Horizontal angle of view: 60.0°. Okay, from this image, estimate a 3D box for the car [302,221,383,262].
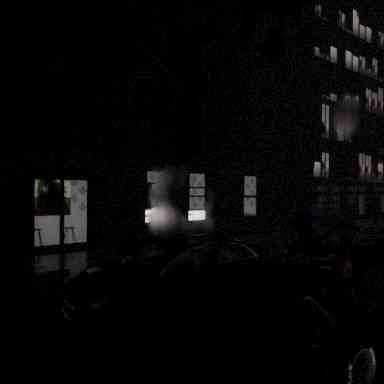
[{"bbox_3d":[4.473,1.547,9.696,4.403,1.369,2.008,0,0,-35],"label":"car"}]

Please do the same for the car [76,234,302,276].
[{"bbox_3d":[-0.162,1.550,6.420,4.403,1.369,2.008,0,0,-35],"label":"car"}]

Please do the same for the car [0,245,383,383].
[{"bbox_3d":[0.194,1.600,3.509,4.718,1.301,1.895,0,0,-35],"label":"car"}]
